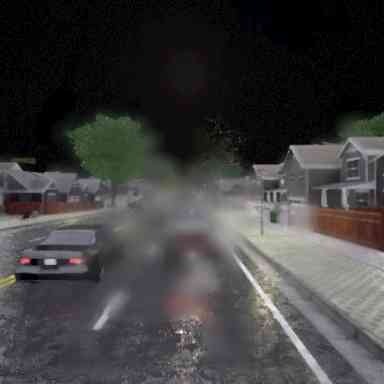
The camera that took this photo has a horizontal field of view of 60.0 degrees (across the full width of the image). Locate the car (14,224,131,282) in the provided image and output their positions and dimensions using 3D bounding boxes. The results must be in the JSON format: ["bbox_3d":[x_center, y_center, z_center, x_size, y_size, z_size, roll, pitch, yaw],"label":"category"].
[{"bbox_3d":[-3.230,1.684,10.126,2.033,1.411,5.357,0,-1,0],"label":"car"}]

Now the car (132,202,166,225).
[{"bbox_3d":[-3.210,1.876,27.284,2.128,1.511,4.902,0,-1,1],"label":"car"}]

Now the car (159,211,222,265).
[{"bbox_3d":[0.043,1.673,12.303,1.837,1.490,4.892,0,0,1],"label":"car"}]

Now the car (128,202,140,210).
[{"bbox_3d":[-9.799,2.377,57.680,2.033,1.411,5.357,0,-1,1],"label":"car"}]

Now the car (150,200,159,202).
[{"bbox_3d":[-6.559,2.184,57.926,2.097,1.767,4.553,0,-1,0],"label":"car"}]

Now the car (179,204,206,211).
[{"bbox_3d":[0.040,1.735,27.198,2.097,1.767,4.553,0,-1,1],"label":"car"}]
